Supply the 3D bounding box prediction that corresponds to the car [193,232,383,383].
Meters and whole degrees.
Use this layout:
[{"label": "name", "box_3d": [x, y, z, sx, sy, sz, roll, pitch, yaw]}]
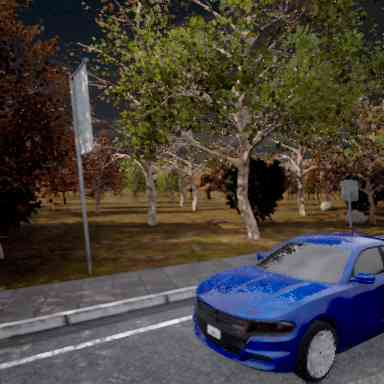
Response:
[{"label": "car", "box_3d": [2.323, 1.489, 5.609, 5.008, 1.535, 1.882, 0, 0, -35]}]
